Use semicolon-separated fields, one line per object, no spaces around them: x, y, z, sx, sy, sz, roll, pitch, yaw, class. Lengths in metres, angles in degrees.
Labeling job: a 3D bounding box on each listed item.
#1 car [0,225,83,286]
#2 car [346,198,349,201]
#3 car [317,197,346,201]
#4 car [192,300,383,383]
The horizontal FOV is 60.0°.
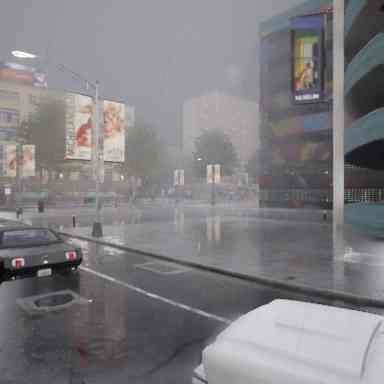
-4.988;1.601;9.425;1.895;1.301;4.718;0;0;-44;car
23.629;1.413;53.837;4.786;1.482;2.161;0;0;-42;car
17.393;1.320;42.573;4.674;1.452;2.002;0;0;-42;car
2.347;1.601;2.446;4.718;1.301;1.895;0;0;35;car
